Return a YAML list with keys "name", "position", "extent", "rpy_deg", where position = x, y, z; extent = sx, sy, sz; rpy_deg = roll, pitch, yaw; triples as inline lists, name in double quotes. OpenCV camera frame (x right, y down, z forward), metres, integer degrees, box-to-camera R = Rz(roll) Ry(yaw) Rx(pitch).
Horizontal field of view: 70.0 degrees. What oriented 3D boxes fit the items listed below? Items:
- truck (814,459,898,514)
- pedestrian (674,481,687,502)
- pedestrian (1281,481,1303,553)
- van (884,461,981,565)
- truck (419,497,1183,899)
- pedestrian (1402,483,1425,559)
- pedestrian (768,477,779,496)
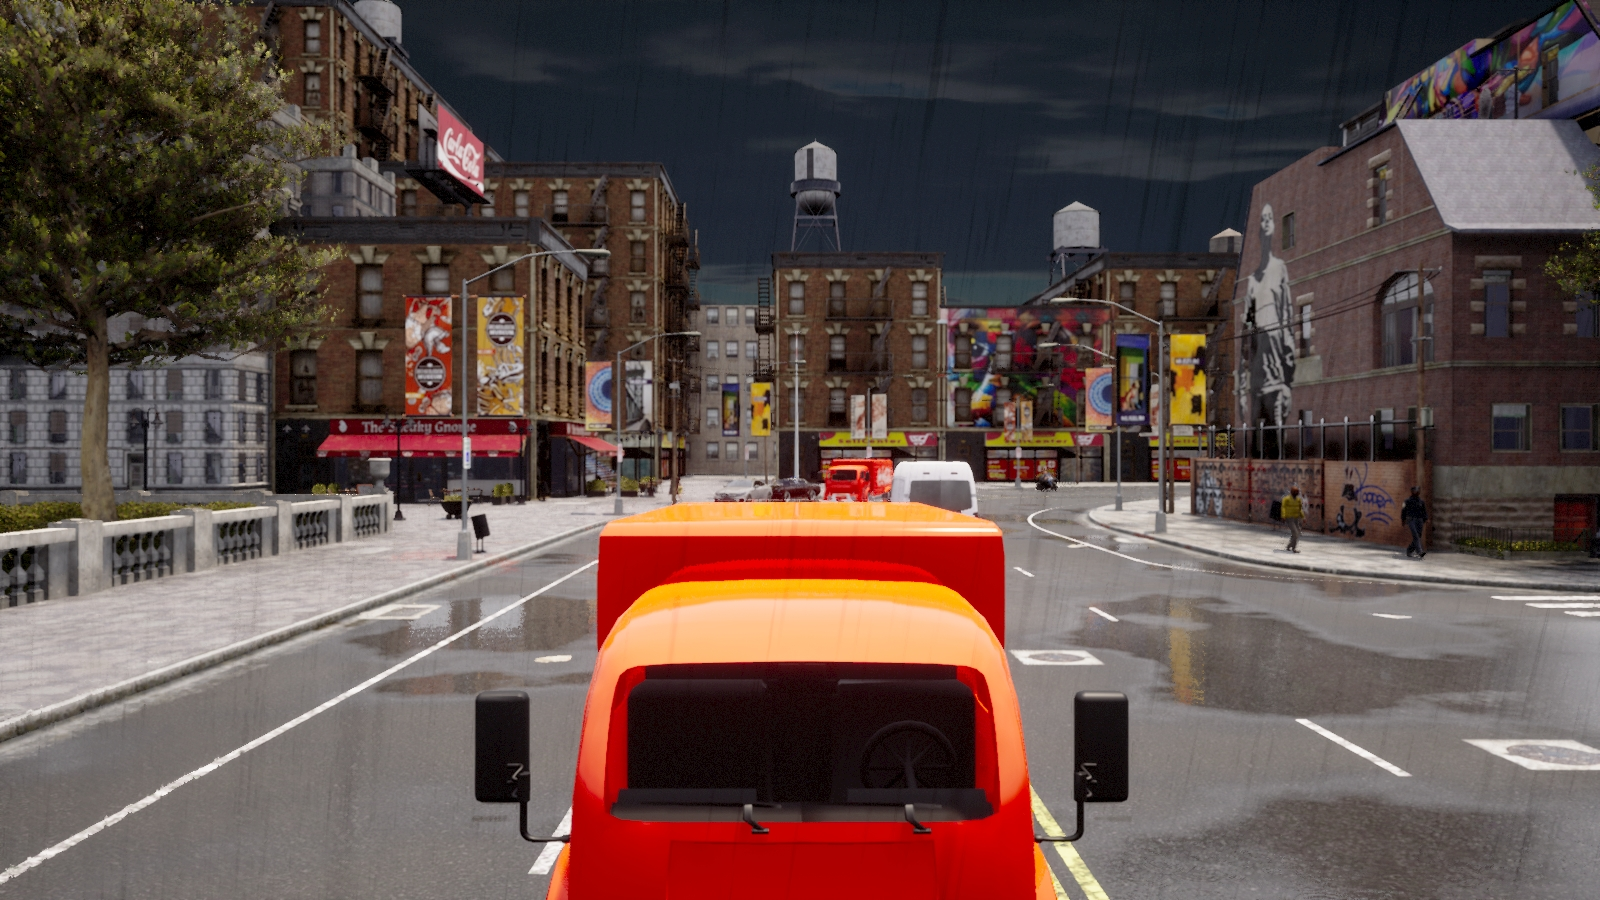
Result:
- name: "truck"
  position: [2.759, 1.678, 54.866]
  extent: [2.627, 2.467, 5.204]
  rpy_deg: [0, 0, 20]
- name: "pedestrian"
  position: [-6.320, 2.197, 60.555]
  extent: [0.500, 1.100, 0.500]
  rpy_deg: [0, 0, 25]
- name: "pedestrian"
  position: [12.881, 1.758, 29.941]
  extent: [0.375, 1.860, 0.375]
  rpy_deg: [0, 0, -15]
- name: "van"
  position: [3.521, 1.598, 31.413]
  extent: [1.988, 2.561, 5.915]
  rpy_deg: [0, 0, 0]
- name: "truck"
  position: [0.001, 1.589, 6.533]
  extent: [2.627, 2.467, 5.204]
  rpy_deg: [0, 0, 0]
- name: "pedestrian"
  position: [15.153, 1.754, 28.227]
  extent: [0.375, 1.860, 0.375]
  rpy_deg: [0, 0, 6]
- name: "pedestrian"
  position: [-1.607, 2.214, 69.638]
  extent: [0.500, 1.100, 0.500]
  rpy_deg: [0, 0, 27]
